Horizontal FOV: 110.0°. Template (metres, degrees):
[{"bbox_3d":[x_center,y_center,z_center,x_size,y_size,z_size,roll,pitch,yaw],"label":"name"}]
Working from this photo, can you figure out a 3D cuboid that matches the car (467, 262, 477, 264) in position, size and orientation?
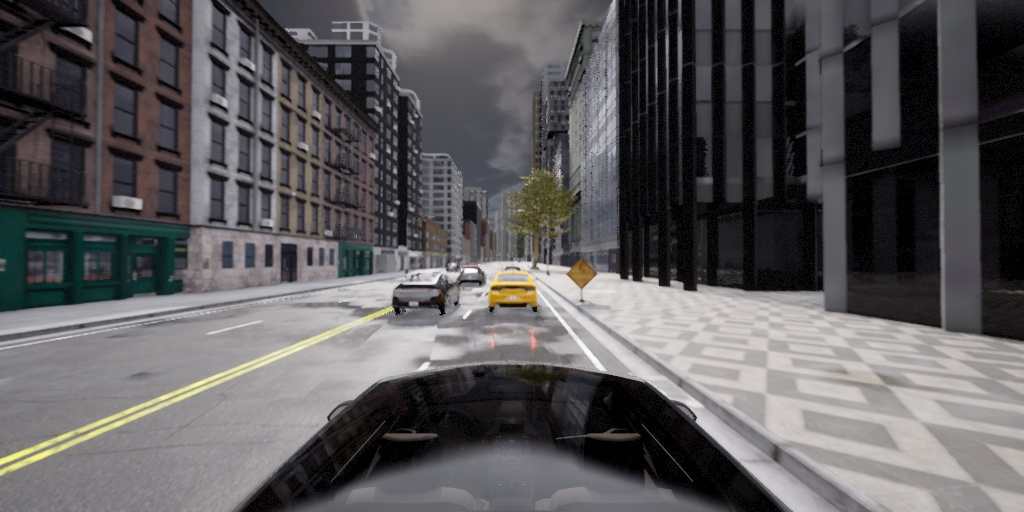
[{"bbox_3d":[-6.557,1.762,58.688,2.097,1.767,4.553,0,-1,0],"label":"car"}]

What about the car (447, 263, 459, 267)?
[{"bbox_3d":[-9.793,1.915,59.830,2.128,1.511,4.902,0,-1,1],"label":"car"}]

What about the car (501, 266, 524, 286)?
[{"bbox_3d":[0.052,1.592,29.867,1.812,1.442,4.674,0,0,0],"label":"car"}]

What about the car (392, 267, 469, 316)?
[{"bbox_3d":[-3.202,1.380,14.171,2.128,1.511,4.902,0,-1,0],"label":"car"}]

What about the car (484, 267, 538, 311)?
[{"bbox_3d":[0.056,1.379,15.376,1.882,1.535,5.008,0,0,0],"label":"car"}]

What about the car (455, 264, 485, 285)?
[{"bbox_3d":[-3.200,1.626,29.348,1.994,1.385,4.181,0,-1,0],"label":"car"}]

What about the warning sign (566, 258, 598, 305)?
[{"bbox_3d":[2.851,1.009,14.659,1.300,1.860,1.060,0,0,0],"label":"warning sign"}]
